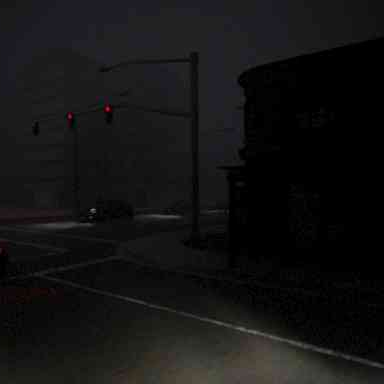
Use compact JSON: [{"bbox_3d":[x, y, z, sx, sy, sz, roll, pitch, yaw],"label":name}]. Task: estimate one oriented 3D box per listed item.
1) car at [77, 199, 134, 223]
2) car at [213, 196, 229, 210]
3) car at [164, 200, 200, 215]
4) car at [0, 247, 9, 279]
[{"bbox_3d":[-6.836,1.392,26.482,2.097,1.767,4.553,0,0,36],"label":"car"},{"bbox_3d":[5.147,1.589,43.360,2.033,1.411,5.357,0,0,36],"label":"car"},{"bbox_3d":[-0.918,1.566,34.820,1.812,1.442,4.674,0,0,36],"label":"car"},{"bbox_3d":[-6.675,1.584,8.752,4.181,1.385,1.994,0,0,36],"label":"car"}]
